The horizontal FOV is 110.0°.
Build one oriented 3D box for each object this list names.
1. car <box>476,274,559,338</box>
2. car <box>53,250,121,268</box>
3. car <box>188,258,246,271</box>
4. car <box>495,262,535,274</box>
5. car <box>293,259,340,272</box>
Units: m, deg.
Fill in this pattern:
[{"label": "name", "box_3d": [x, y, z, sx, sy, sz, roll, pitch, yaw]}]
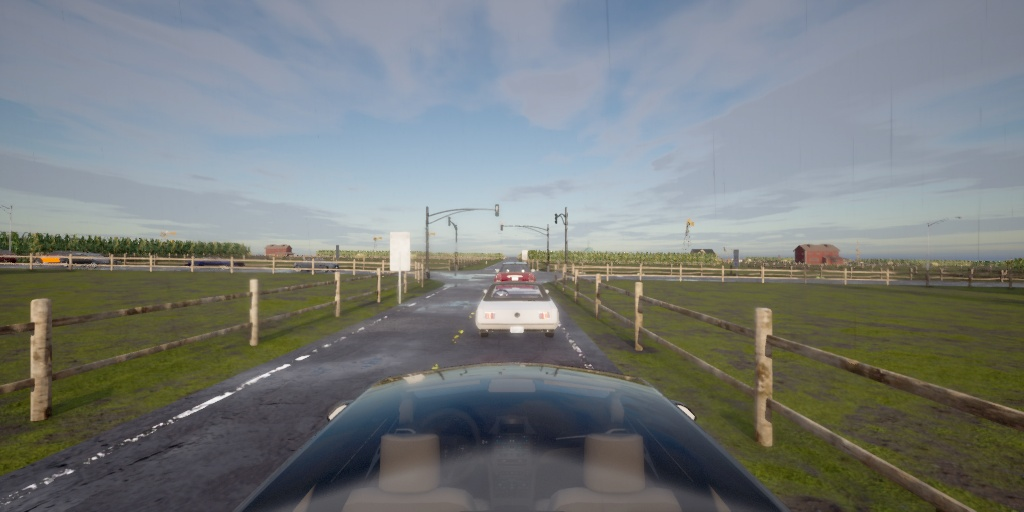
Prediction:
[{"label": "car", "box_3d": [0.123, 1.351, 10.184, 1.895, 1.301, 4.718, 0, 0, 0]}, {"label": "car", "box_3d": [-43.303, 0.477, 36.863, 4.892, 1.490, 1.837, 2, 0, 0]}, {"label": "car", "box_3d": [-30.190, 0.813, 36.806, 4.718, 1.301, 1.895, 1, 0, 0]}, {"label": "car", "box_3d": [0.178, 1.103, 19.173, 2.097, 1.767, 4.553, 0, 0, 1]}, {"label": "car", "box_3d": [-19.968, 0.962, 36.778, 4.181, 1.385, 1.994, 1, 0, 0]}]
